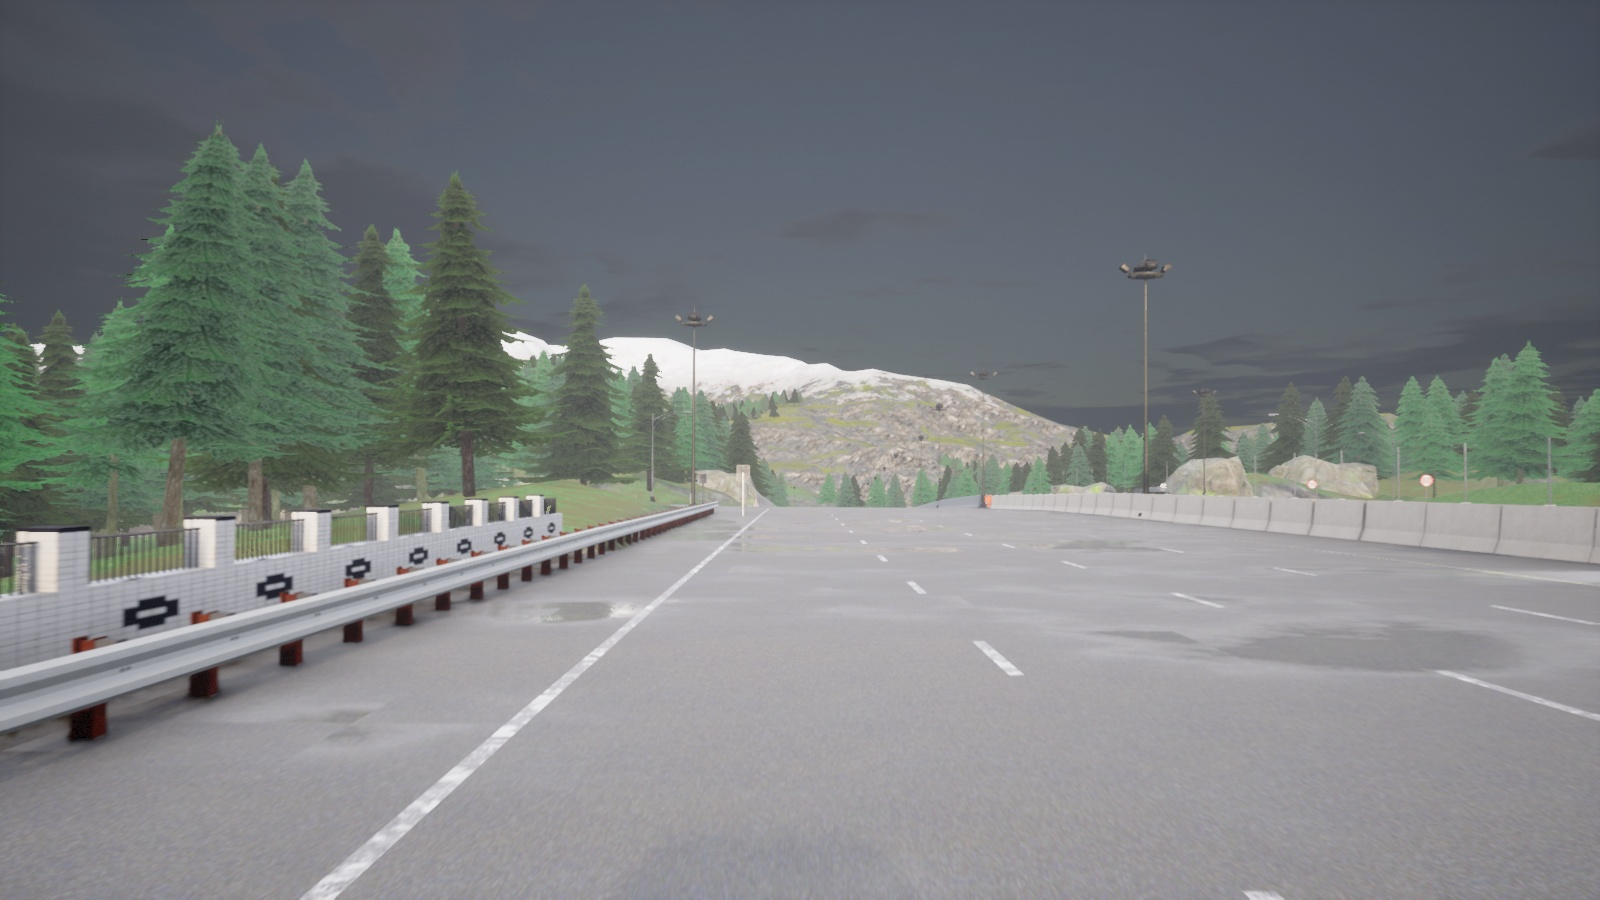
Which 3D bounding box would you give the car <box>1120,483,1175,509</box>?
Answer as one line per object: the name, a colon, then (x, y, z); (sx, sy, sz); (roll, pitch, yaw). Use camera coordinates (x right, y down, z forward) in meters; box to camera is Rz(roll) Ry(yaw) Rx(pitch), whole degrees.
car: (20.820, 2.733, 75.431); (2.007, 1.525, 4.514); (0, -2, 0)
